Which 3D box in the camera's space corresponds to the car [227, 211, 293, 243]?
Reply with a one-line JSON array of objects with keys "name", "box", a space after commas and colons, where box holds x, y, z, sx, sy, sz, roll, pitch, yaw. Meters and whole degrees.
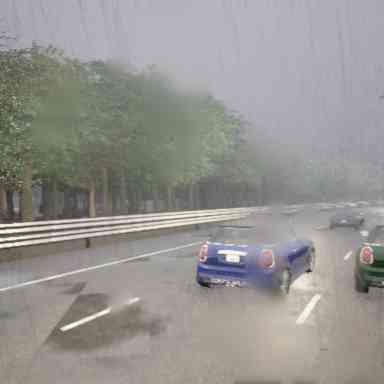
[{"name": "car", "box": [4.161, 1.942, 19.594, 2.033, 1.411, 5.357, -1, -1, 32]}]

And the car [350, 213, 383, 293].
[{"name": "car", "box": [5.674, 1.511, 8.867, 2.097, 1.767, 4.553, -1, -1, 31]}]

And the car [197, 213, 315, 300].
[{"name": "car", "box": [2.000, 1.544, 9.296, 2.097, 1.767, 4.553, -1, -1, 31]}]

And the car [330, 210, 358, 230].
[{"name": "car", "box": [11.569, 2.013, 24.631, 1.994, 1.385, 4.181, -1, -1, 33]}]
